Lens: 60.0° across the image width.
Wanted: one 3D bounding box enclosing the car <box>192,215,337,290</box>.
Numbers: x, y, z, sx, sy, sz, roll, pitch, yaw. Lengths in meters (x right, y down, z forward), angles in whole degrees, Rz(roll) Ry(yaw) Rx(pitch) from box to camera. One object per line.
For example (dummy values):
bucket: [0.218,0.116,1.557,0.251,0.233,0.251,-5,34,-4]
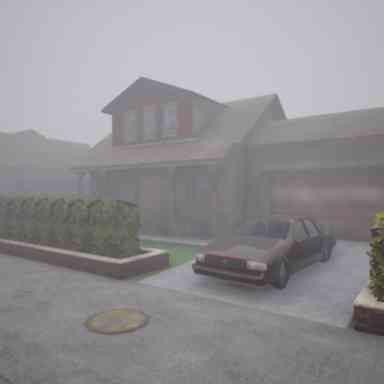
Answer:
car: [2.280,1.348,8.862,2.033,1.415,5.357,0,0,39]
